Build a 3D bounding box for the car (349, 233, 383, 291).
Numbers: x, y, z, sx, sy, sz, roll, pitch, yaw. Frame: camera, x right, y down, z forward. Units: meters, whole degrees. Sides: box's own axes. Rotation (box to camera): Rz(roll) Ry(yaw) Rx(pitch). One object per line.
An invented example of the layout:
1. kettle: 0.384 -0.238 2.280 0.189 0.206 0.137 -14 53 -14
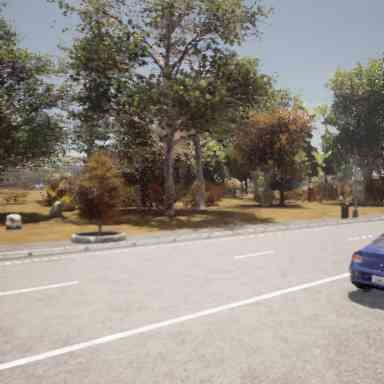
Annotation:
1. car: 5.485 1.518 7.695 4.674 1.442 1.812 0 0 -35
